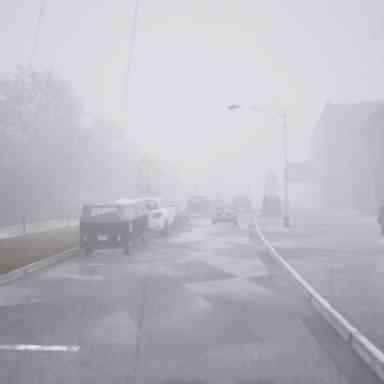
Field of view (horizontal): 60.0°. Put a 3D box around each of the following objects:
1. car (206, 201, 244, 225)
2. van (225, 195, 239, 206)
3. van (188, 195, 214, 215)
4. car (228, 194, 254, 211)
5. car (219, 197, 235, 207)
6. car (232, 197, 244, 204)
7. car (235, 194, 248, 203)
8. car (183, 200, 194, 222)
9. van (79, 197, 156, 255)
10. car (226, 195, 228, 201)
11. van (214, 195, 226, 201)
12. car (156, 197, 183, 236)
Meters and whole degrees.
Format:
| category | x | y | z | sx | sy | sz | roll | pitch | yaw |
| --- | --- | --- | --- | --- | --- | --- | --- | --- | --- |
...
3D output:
| category | x | y | z | sx | sy | sz | roll | pitch | yaw |
| --- | --- | --- | --- | --- | --- | --- | --- | --- | --- |
| car | 2.563 | 1.630 | 24.876 | 2.033 | 1.411 | 5.357 | 0 | 0 | 10 |
| van | 7.460 | 1.501 | 62.416 | 1.878 | 1.987 | 4.442 | 0 | 0 | 16 |
| van | 0.785 | 1.392 | 35.574 | 1.878 | 1.987 | 4.442 | -1 | 1 | 12 |
| car | 6.302 | 1.364 | 42.400 | 2.150 | 2.045 | 5.566 | 0 | 0 | 13 |
| car | 6.055 | 1.688 | 56.907 | 2.231 | 1.521 | 4.892 | -1 | 1 | 13 |
| car | 10.162 | 1.798 | 73.048 | 2.002 | 1.452 | 4.674 | -1 | 0 | 15 |
| car | 11.823 | 1.542 | 79.586 | 2.435 | 2.045 | 5.566 | -1 | 0 | 15 |
| car | -1.402 | 1.614 | 24.534 | 2.002 | 1.452 | 4.674 | -1 | 1 | 9 |
| van | -2.930 | 1.292 | 13.578 | 1.878 | 1.987 | 4.442 | -1 | 1 | 4 |
| car | 4.695 | 1.701 | 51.566 | 2.163 | 1.488 | 4.792 | -1 | 1 | 13 |
| van | 3.090 | 1.426 | 45.255 | 1.878 | 1.987 | 4.442 | -1 | 1 | 12 |
| car | -2.268 | 1.296 | 19.041 | 2.435 | 2.045 | 5.566 | -1 | 1 | 5 |
